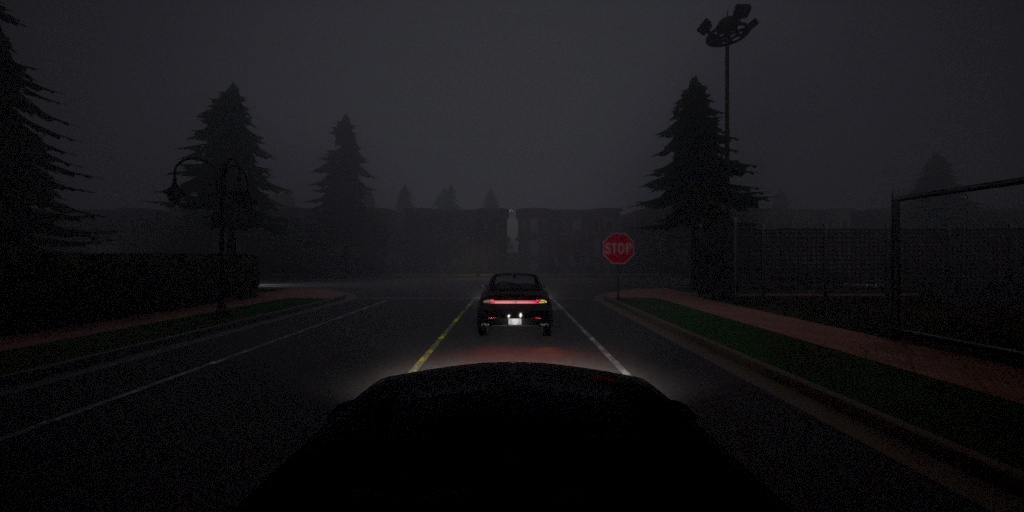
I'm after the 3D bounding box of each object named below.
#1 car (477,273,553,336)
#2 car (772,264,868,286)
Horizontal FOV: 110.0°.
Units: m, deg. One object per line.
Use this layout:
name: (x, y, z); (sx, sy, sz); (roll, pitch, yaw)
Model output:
car: (0.080, 1.241, 10.359); (2.128, 1.511, 4.902); (0, 0, 0)
car: (20.924, 1.274, 24.564); (5.357, 1.411, 2.033); (0, 0, 0)
